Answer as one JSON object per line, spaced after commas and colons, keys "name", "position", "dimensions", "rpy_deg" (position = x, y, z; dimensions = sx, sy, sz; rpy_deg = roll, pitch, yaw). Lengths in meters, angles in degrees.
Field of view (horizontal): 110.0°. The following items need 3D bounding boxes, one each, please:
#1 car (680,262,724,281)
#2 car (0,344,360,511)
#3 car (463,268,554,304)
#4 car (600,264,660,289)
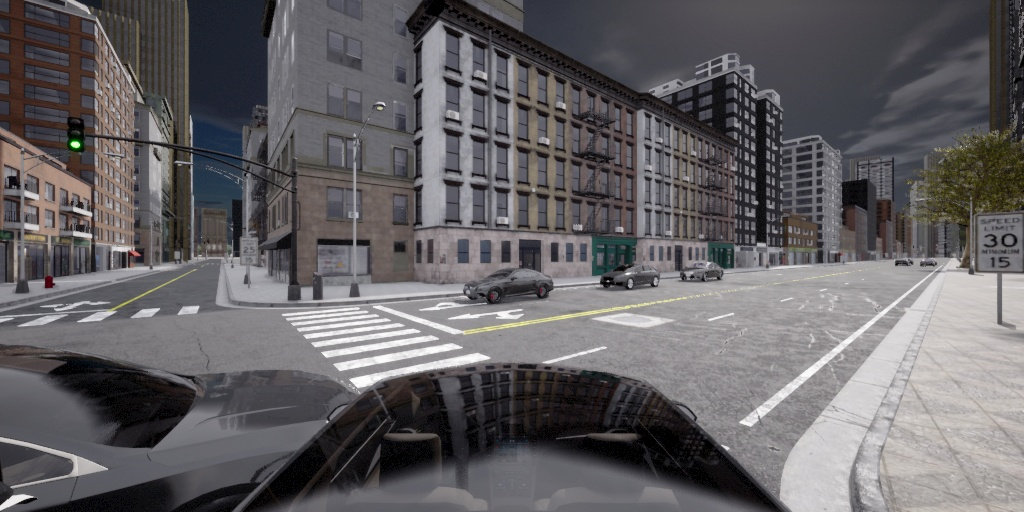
{"name": "car", "position": [15.633, 1.235, 29.451], "dimensions": [4.902, 1.511, 2.128], "rpy_deg": [0, 0, -39]}
{"name": "car", "position": [-3.224, 1.257, 1.765], "dimensions": [4.892, 1.490, 1.837], "rpy_deg": [0, 0, -35]}
{"name": "car", "position": [-0.056, 1.286, 16.740], "dimensions": [4.674, 1.442, 1.812], "rpy_deg": [0, 0, -39]}
{"name": "car", "position": [7.629, 1.258, 22.972], "dimensions": [4.892, 1.490, 1.837], "rpy_deg": [0, 0, -39]}
